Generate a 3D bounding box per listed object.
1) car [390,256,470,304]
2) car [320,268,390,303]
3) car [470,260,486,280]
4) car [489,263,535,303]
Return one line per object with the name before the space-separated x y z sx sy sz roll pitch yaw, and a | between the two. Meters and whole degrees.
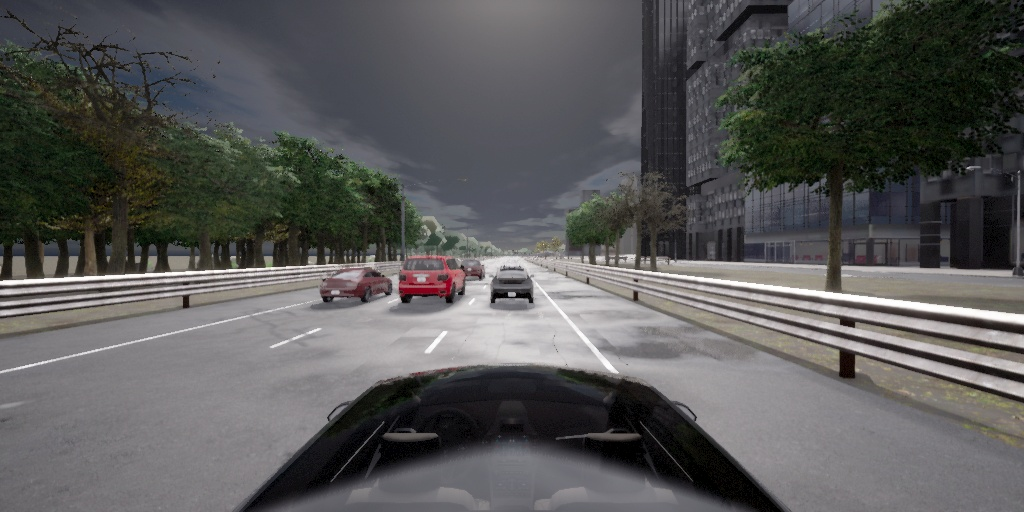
car | -3.499 1.003 16.530 2.150 2.045 5.566 0 0 0
car | -6.999 1.279 16.500 1.812 1.442 4.674 0 0 0
car | -3.499 1.104 31.470 2.097 1.767 4.553 0 0 0
car | 0.001 1.262 16.500 1.837 1.490 4.892 0 0 0
